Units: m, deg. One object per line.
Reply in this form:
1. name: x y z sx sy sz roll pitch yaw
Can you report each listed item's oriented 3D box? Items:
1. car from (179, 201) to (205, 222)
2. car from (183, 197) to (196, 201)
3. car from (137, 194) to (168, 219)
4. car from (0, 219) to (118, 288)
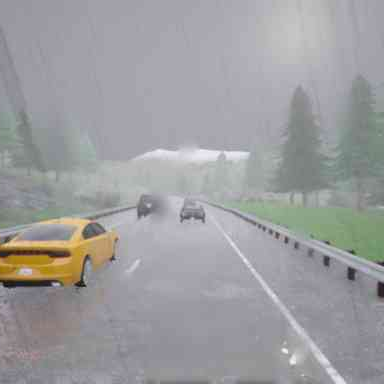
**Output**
1. car: 0.052 1.604 25.868 1.895 1.301 4.718 0 0 0
2. car: -0.410 1.554 52.133 2.033 1.411 5.357 0 0 -2
3. car: -3.389 1.225 29.039 2.150 2.045 5.566 0 0 0
4. car: -3.400 1.479 9.284 1.882 1.535 5.008 0 0 0
